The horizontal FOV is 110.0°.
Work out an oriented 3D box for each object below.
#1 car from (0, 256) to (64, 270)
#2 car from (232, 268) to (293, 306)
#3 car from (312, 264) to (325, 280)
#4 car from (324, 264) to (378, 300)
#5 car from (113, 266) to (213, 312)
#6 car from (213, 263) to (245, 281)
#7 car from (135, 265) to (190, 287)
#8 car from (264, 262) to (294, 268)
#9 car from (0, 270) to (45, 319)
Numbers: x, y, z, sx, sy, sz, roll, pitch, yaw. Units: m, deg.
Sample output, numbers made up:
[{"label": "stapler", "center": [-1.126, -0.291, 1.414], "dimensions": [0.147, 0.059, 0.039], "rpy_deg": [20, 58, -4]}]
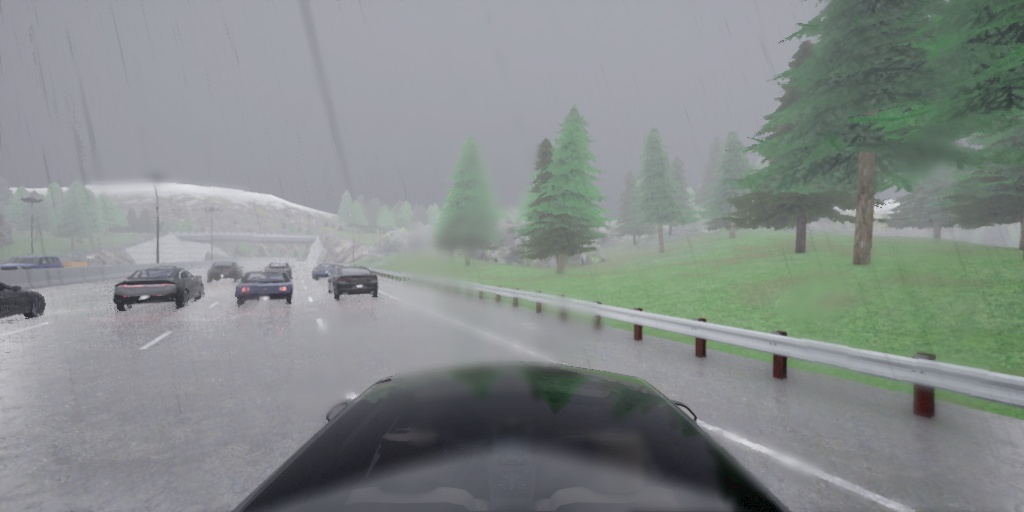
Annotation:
[{"label": "car", "center": [-40.054, 1.005, 29.825], "dimensions": [2.150, 2.045, 5.566], "rpy_deg": [0, 0, -31]}, {"label": "car", "center": [-10.923, 1.371, 16.057], "dimensions": [1.895, 1.301, 4.718], "rpy_deg": [0, 0, -32]}, {"label": "car", "center": [-16.731, 1.358, 32.189], "dimensions": [1.994, 1.385, 4.181], "rpy_deg": [0, 0, -32]}, {"label": "car", "center": [-8.157, 1.254, 18.234], "dimensions": [1.882, 1.535, 5.008], "rpy_deg": [0, -1, -31]}, {"label": "car", "center": [-14.145, 1.257, 14.608], "dimensions": [2.128, 1.511, 4.902], "rpy_deg": [0, 0, -31]}, {"label": "car", "center": [-22.841, 1.288, 28.762], "dimensions": [1.837, 1.490, 4.892], "rpy_deg": [0, -1, -32]}, {"label": "car", "center": [-25.425, 1.382, 26.285], "dimensions": [1.895, 1.301, 4.718], "rpy_deg": [0, 0, -32]}, {"label": "car", "center": [-19.636, 1.280, 30.224], "dimensions": [2.128, 1.511, 4.902], "rpy_deg": [0, 0, -31]}, {"label": "car", "center": [-15.327, 1.282, 9.839], "dimensions": [1.812, 1.442, 4.674], "rpy_deg": [0, 0, -31]}]
